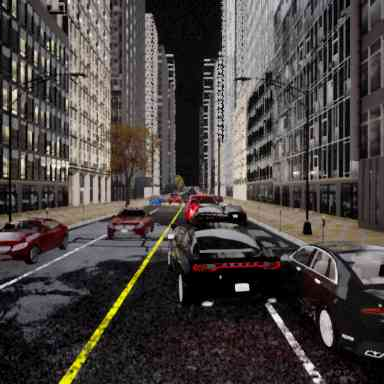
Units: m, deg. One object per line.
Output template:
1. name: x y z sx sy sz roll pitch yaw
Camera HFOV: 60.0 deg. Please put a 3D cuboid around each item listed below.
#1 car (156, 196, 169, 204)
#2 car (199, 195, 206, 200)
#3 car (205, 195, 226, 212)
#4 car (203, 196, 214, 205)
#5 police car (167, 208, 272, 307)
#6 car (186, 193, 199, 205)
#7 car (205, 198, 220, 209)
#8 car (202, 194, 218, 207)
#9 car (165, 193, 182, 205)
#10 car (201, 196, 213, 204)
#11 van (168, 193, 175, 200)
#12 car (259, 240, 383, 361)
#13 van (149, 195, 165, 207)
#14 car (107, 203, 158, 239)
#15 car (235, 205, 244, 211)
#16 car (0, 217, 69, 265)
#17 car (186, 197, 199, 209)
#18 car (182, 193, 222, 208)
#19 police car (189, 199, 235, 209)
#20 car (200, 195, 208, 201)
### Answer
1. car: -5.577 1.507 62.927 2.008 1.369 4.403 0 0 0
2. car: 2.857 1.477 91.402 1.947 1.339 4.313 0 0 0
3. car: 2.760 1.295 40.116 2.192 1.841 5.009 0 0 0
4. car: 2.793 1.488 57.381 1.752 1.417 4.829 0 0 0
5. police car: 0.472 1.423 8.227 1.930 1.638 5.238 0 0 -9
6. car: 0.110 1.183 58.745 2.150 2.045 5.566 0 0 0
7. car: 2.772 1.519 45.814 1.887 1.381 4.507 0 0 0
8. car: 2.781 1.284 51.513 2.192 1.841 5.009 0 0 0
9. car: -2.974 1.183 58.477 2.150 2.045 5.566 0 0 0
10. car: 2.803 1.501 62.909 1.887 1.381 4.507 0 0 0
11. van: -5.525 1.253 91.421 1.690 1.788 3.998 0 0 0
12. car: 2.697 1.549 5.927 2.008 1.369 4.403 0 0 0
13. van: -5.600 1.310 51.533 1.690 1.788 3.998 0 0 0
14. car: -3.067 1.520 17.419 1.812 1.442 4.674 0 0 0
15. car: 2.729 1.557 23.022 1.947 1.339 4.313 0 0 0
16. car: -5.673 1.578 11.647 1.802 1.307 4.206 0 0 0
17. car: 0.108 1.500 45.778 1.812 1.442 4.674 0 0 1
18. car: 0.606 1.213 24.207 2.150 2.045 5.566 0 0 -2
19. police car: 0.934 1.419 18.327 1.930 1.638 5.238 0 0 0
20. car: 2.836 1.457 80.175 1.752 1.417 4.829 0 0 0
